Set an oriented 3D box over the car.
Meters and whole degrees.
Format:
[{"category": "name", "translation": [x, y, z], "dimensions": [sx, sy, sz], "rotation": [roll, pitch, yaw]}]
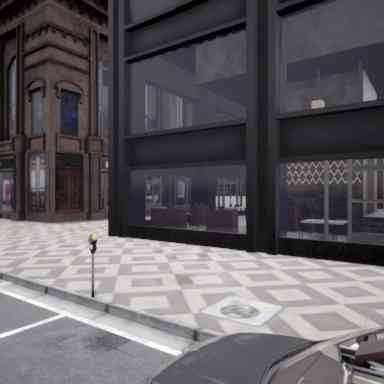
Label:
[{"category": "car", "translation": [1.559, 1.551, 1.853], "dimensions": [4.403, 1.369, 2.008], "rotation": [0, 0, 35]}]
